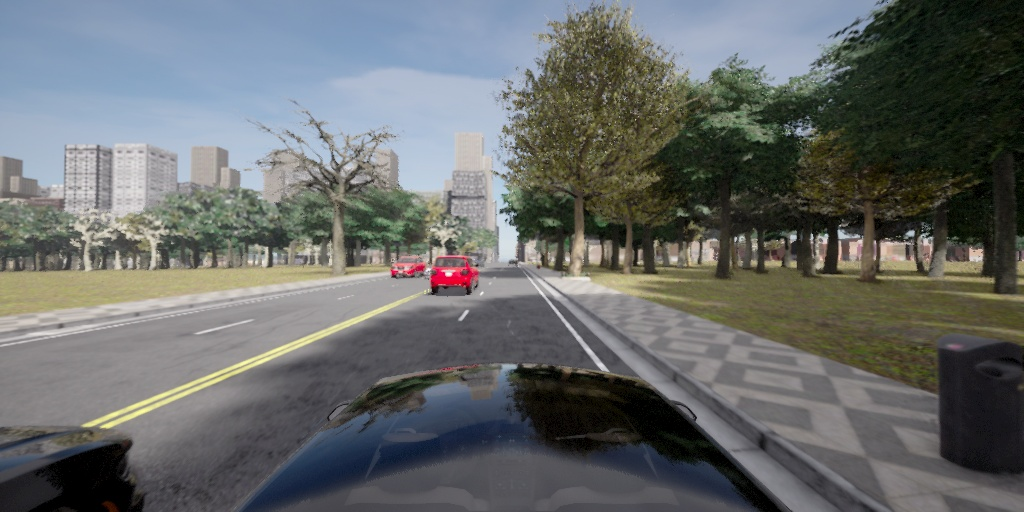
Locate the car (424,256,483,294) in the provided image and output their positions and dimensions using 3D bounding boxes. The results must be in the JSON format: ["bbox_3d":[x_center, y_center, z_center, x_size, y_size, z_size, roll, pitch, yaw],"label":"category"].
[{"bbox_3d":[-3.154,1.004,20.520,2.150,2.045,5.566,0,0,0],"label":"car"}]

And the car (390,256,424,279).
[{"bbox_3d":[-9.849,1.052,34.476,2.150,2.045,5.566,0,0,0],"label":"car"}]

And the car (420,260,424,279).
[{"bbox_3d":[-6.599,1.349,32.253,1.812,1.442,4.674,0,0,0],"label":"car"}]
